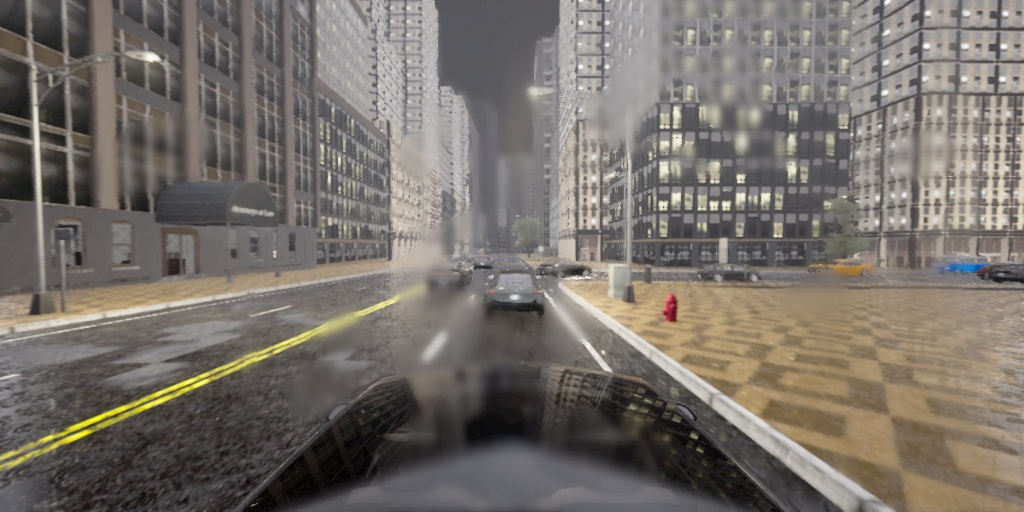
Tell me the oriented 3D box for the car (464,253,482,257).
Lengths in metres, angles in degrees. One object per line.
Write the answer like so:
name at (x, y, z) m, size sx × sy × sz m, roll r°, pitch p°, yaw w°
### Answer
car at (-6.509, 0.473, 62.017) m, size 2.033 × 1.411 × 5.357 m, roll 0°, pitch 1°, yaw 1°

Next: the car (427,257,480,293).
car at (-3.150, 1.008, 18.908) m, size 2.128 × 1.511 × 4.902 m, roll 0°, pitch 1°, yaw 0°

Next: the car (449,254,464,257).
car at (-9.765, 0.424, 61.996) m, size 2.128 × 1.511 × 4.902 m, roll 0°, pitch 1°, yaw 1°

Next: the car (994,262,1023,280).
car at (47.444, 1.339, 32.525) m, size 4.892 × 1.490 × 1.837 m, roll 1°, pitch 2°, yaw -1°

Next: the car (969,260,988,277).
car at (41.344, 1.322, 29.432) m, size 4.892 × 1.490 × 1.837 m, roll 0°, pitch 2°, yaw 0°

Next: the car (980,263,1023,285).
car at (38.482, 1.436, 26.748) m, size 4.313 × 1.339 × 1.948 m, roll 0°, pitch 0°, yaw -1°

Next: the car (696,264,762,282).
car at (15.917, 1.224, 26.340) m, size 4.403 × 1.370 × 2.007 m, roll 0°, pitch 0°, yaw -1°

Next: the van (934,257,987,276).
van at (44.029, 1.009, 35.195) m, size 3.998 × 1.789 × 1.690 m, roll 0°, pitch 0°, yaw -1°

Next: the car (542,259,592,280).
car at (4.202, 1.008, 28.061) m, size 4.902 × 1.511 × 2.128 m, roll -1°, pitch 1°, yaw -39°

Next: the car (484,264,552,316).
car at (0.097, 1.164, 12.630) m, size 1.994 × 1.385 × 4.181 m, roll 0°, pitch 1°, yaw 0°

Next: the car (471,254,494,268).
car at (-3.148, 0.772, 39.981) m, size 1.994 × 1.385 × 4.181 m, roll 0°, pitch 0°, yaw 0°

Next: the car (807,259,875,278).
car at (29.591, 1.097, 32.388) m, size 5.008 × 1.535 × 1.882 m, roll 0°, pitch 2°, yaw -1°
